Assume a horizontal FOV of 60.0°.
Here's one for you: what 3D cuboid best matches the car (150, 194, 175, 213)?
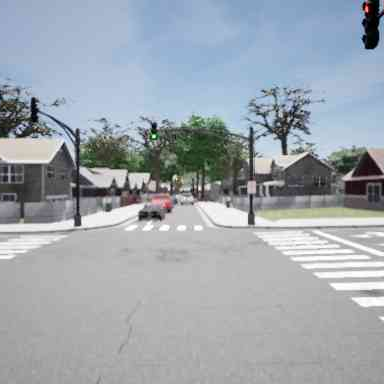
[{"bbox_3d":[-3.391,1.234,37.304,2.150,2.045,5.566,0,0,0],"label":"car"}]

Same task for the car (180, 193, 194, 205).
[{"bbox_3d":[-0.862,1.261,58.634,2.150,2.045,5.566,0,0,-1],"label":"car"}]

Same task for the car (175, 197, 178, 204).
[{"bbox_3d":[-3.542,1.515,47.572,2.128,1.511,4.902,0,0,-1],"label":"car"}]

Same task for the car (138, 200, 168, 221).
[{"bbox_3d":[-3.252,1.605,27.404,1.895,1.301,4.718,0,0,-1],"label":"car"}]

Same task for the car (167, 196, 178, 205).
[{"bbox_3d":[-3.679,1.557,63.151,1.882,1.535,5.008,0,0,-1],"label":"car"}]
